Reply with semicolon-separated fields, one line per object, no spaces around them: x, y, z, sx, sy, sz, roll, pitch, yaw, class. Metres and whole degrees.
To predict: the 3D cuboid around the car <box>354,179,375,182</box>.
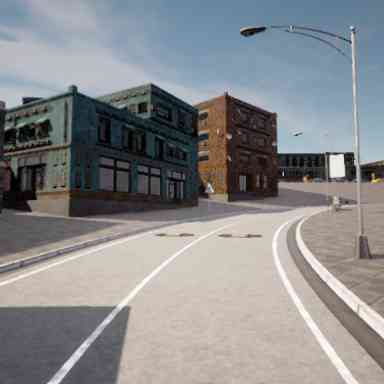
42.784;-2.670;84.207;4.674;1.452;2.002;0;-5;-3;car

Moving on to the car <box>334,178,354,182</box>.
37.243;-2.716;83.911;4.892;1.521;2.231;0;-5;-2;car

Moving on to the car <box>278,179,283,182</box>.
20.791;-2.757;83.349;4.553;1.767;2.185;0;-5;-2;car

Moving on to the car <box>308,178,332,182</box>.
31.727;-2.696;83.714;4.892;1.521;2.231;0;-5;-2;car
